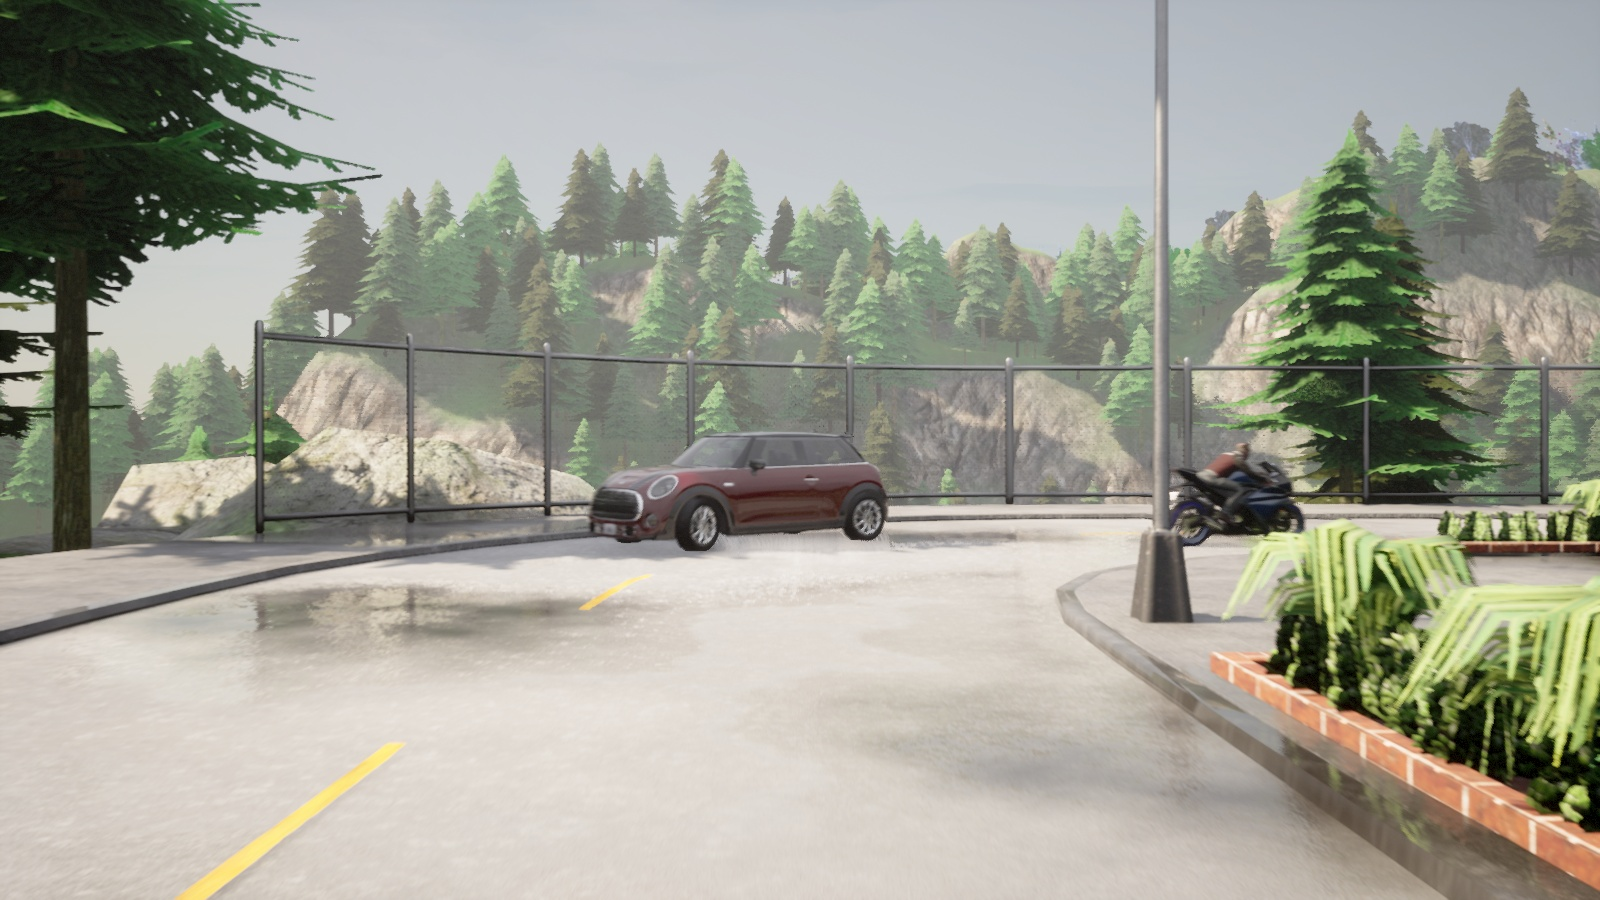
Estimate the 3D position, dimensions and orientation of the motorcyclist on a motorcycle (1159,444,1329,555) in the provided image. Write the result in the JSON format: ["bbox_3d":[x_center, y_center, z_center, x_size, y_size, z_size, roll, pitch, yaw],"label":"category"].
[{"bbox_3d":[6.427,0.685,18.202,2.191,1.530,0.866,0,2,-14],"label":"motorcyclist on a motorcycle"}]

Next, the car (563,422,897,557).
[{"bbox_3d":[-0.957,0.501,18.596,4.553,1.767,2.097,0,1,-39],"label":"car"}]
